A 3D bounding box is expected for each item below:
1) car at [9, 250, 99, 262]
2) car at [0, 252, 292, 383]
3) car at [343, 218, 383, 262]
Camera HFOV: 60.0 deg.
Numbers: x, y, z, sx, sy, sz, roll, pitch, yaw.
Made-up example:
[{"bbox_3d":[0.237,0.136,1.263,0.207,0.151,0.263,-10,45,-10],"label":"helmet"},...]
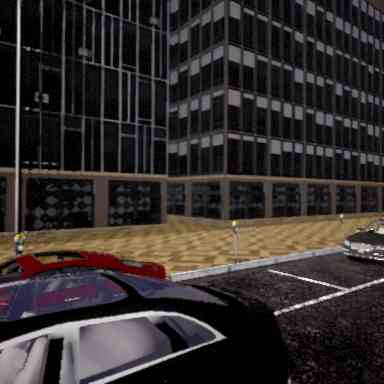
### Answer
[{"bbox_3d":[-2.253,1.586,4.949,4.206,1.307,1.802,0,0,-36],"label":"car"},{"bbox_3d":[-1.365,1.492,2.403,4.902,1.511,2.128,0,0,-35],"label":"car"},{"bbox_3d":[7.014,1.605,11.564,4.403,1.369,2.008,0,0,-36],"label":"car"}]
